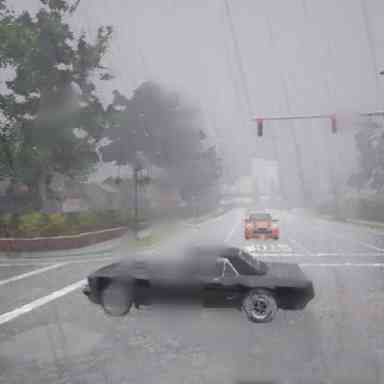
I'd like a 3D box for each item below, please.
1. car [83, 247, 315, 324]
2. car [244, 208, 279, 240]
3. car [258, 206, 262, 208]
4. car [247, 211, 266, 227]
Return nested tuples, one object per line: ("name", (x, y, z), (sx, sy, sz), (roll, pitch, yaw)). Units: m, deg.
("car", (0.107, 1.914, 7.402), (4.718, 1.301, 1.895), (-1, -2, 10))
("car", (4.690, 2.230, 22.653), (2.097, 1.767, 4.553), (-1, -2, 9))
("car", (10.426, 3.566, 57.160), (2.097, 1.767, 4.553), (-1, -2, 10))
("car", (6.968, 2.890, 36.450), (1.882, 1.535, 5.008), (-1, -2, 9))
